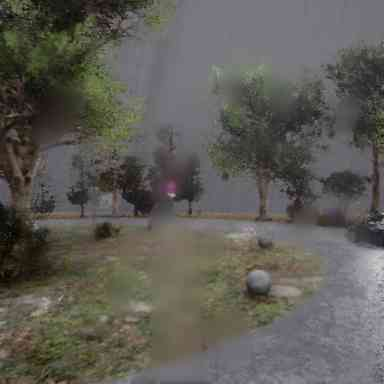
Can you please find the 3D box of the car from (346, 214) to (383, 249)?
[{"bbox_3d":[7.893,1.566,13.112,1.812,1.442,4.674,0,0,1],"label":"car"}]
